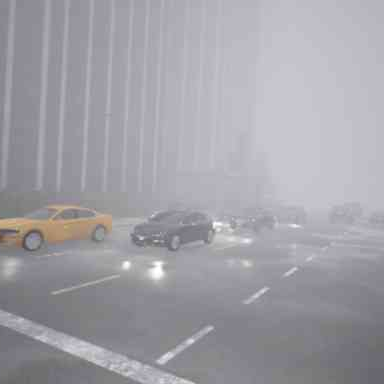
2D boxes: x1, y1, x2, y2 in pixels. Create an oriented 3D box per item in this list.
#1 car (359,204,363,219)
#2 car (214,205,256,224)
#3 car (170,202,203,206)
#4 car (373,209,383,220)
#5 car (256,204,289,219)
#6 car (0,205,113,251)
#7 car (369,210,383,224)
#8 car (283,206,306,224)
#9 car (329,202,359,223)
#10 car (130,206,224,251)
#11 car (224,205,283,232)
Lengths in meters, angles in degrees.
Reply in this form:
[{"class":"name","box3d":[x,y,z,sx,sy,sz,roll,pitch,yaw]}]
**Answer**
[{"class":"car","box3d":[21.763,2.448,45.039,2.150,2.045,5.566,2,0,31]},{"class":"car","box3d":[3.763,1.874,28.666,1.994,1.385,4.181,2,0,31]},{"class":"car","box3d":[-0.637,1.420,21.256,2.097,1.767,4.553,2,0,31]},{"class":"car","box3d":[25.263,2.980,44.089,1.895,1.301,4.718,2,0,31]},{"class":"car","box3d":[9.213,2.156,37.772,2.033,1.411,5.357,2,0,31]},{"class":"car","box3d":[-5.382,1.285,13.282,1.882,1.535,5.008,2,0,31]},{"class":"car","box3d":[19.342,2.617,34.060,1.994,1.385,4.181,2,0,31]},{"class":"car","box3d":[9.516,2.094,31.480,1.837,1.490,4.892,2,0,31]},{"class":"car","box3d":[15.983,2.257,35.249,2.097,1.767,4.553,2,0,31]},{"class":"car","box3d":[-0.632,1.536,14.431,1.837,1.490,4.892,2,0,31]},{"class":"car","box3d":[4.180,1.787,22.527,2.128,1.511,4.902,2,0,31]}]
